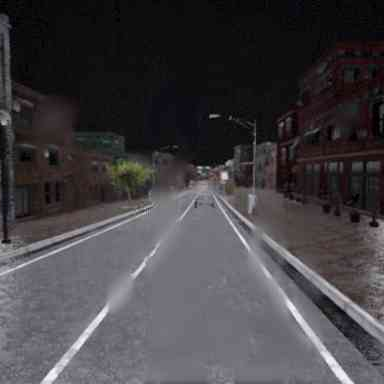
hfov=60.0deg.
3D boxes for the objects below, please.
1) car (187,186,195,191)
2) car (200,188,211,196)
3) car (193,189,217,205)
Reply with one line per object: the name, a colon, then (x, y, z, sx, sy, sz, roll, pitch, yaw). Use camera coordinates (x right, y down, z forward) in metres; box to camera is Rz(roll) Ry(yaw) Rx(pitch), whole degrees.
car: (-0.242, -0.597, 78.926, 1.812, 1.442, 4.674, 0, 2, 2)
car: (2.484, -0.057, 61.430, 2.033, 1.411, 5.357, 0, 2, 2)
car: (1.169, 0.743, 30.185, 1.837, 1.490, 4.892, 0, 1, 2)
